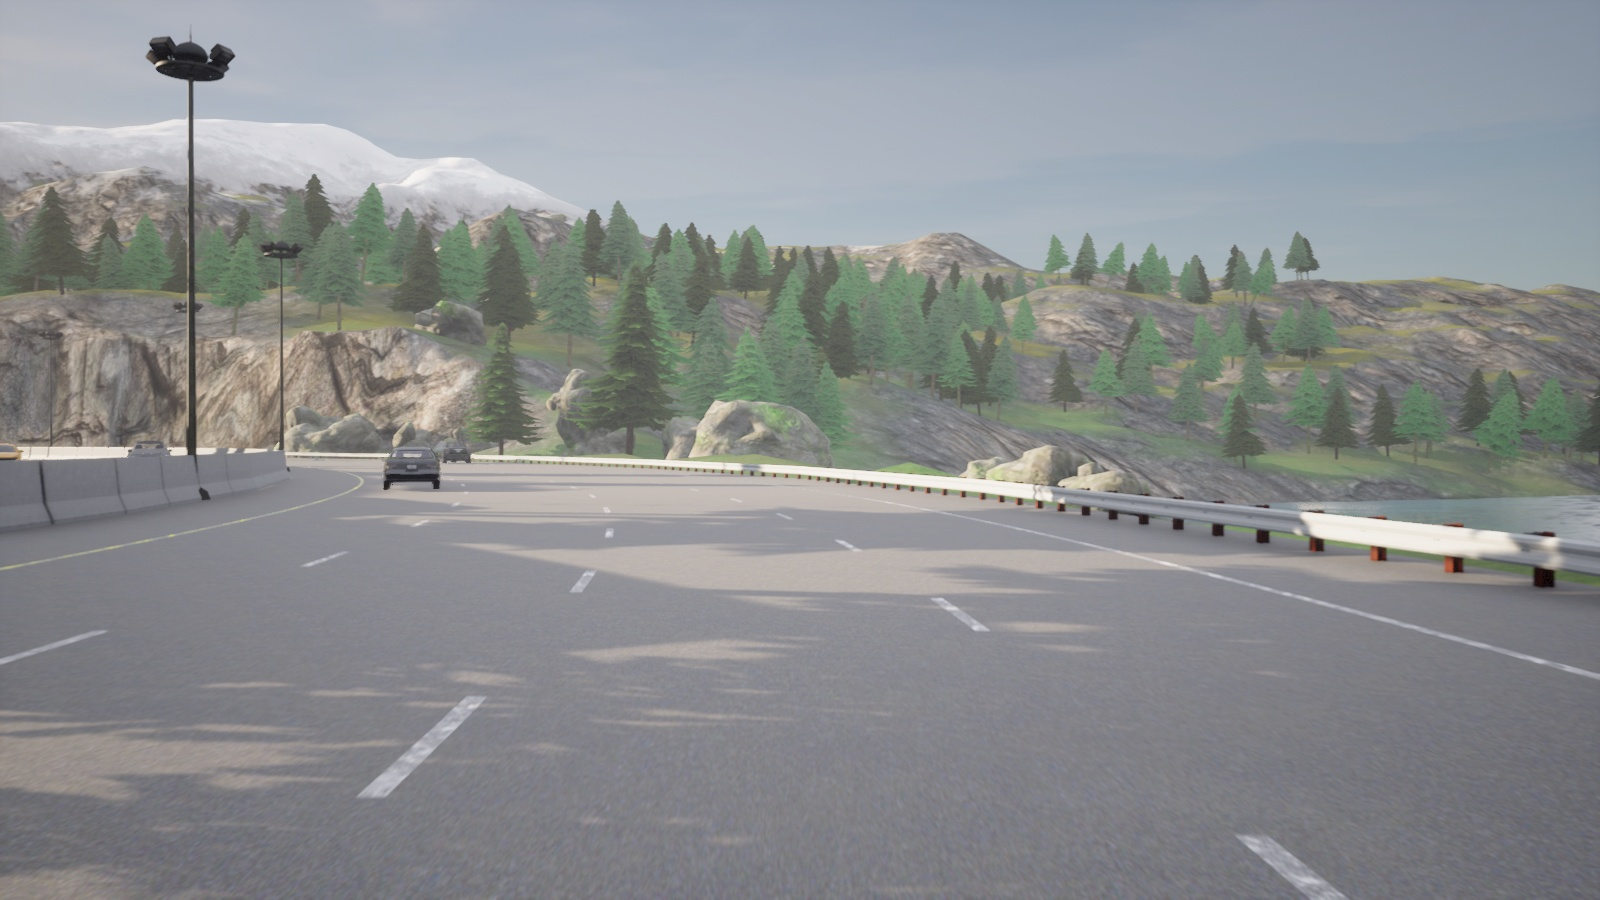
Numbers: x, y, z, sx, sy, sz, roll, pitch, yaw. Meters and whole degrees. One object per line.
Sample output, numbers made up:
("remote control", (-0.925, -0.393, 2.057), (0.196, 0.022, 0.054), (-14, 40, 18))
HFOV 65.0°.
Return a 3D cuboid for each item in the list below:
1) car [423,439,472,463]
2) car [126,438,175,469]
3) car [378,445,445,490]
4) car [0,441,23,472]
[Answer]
("car", (-26.199, 0.061, 93.241), (2.097, 1.767, 4.553), (0, 0, -35))
("car", (-36.370, 0.169, 70.245), (2.242, 1.667, 4.611), (0, 0, -30))
("car", (-13.162, 0.544, 42.594), (2.033, 1.411, 5.357), (0, 0, -17))
("car", (-41.719, 0.325, 65.451), (1.882, 1.535, 5.008), (0, 0, -29))
